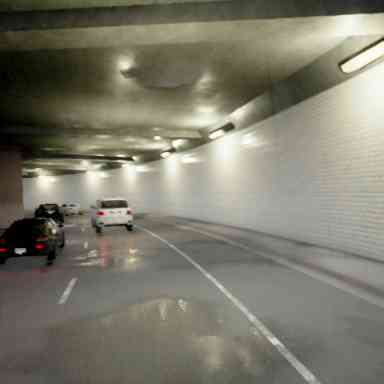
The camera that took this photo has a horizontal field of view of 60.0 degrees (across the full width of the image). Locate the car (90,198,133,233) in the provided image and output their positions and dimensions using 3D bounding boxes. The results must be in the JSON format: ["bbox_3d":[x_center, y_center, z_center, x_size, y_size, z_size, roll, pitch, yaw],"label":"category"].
[{"bbox_3d":[-5.294,1.404,21.646,2.150,2.045,5.566,-2,0,-20],"label":"car"}]

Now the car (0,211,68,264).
[{"bbox_3d":[-6.061,1.722,12.821,1.812,1.442,4.674,-2,0,-15],"label":"car"}]

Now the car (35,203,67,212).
[{"bbox_3d":[-12.797,1.770,29.672,2.097,1.767,4.553,-2,0,-28],"label":"car"}]

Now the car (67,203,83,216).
[{"bbox_3d":[-13.851,1.982,37.611,1.812,1.442,4.674,-1,0,-37],"label":"car"}]
